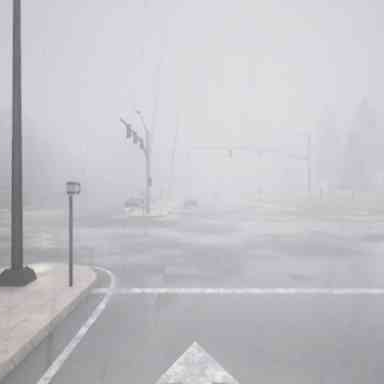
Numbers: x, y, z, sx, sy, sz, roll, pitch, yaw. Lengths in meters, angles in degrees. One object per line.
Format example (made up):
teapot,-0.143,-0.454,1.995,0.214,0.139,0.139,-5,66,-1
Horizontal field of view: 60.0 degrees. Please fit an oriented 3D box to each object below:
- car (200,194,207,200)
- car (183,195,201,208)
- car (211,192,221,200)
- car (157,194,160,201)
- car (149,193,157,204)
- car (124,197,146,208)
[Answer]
car,2.722,1.372,86.306,1.812,1.442,4.674,0,0,-1
car,-0.138,1.446,45.200,1.812,1.442,4.674,0,0,-1
car,6.222,1.073,86.314,2.150,2.045,5.566,0,0,-1
car,-8.651,1.208,78.026,2.097,1.767,4.553,0,0,-1
car,-8.445,1.113,63.503,2.150,2.045,5.566,0,0,0
car,-8.255,1.464,47.120,2.033,1.411,5.357,0,0,-1
